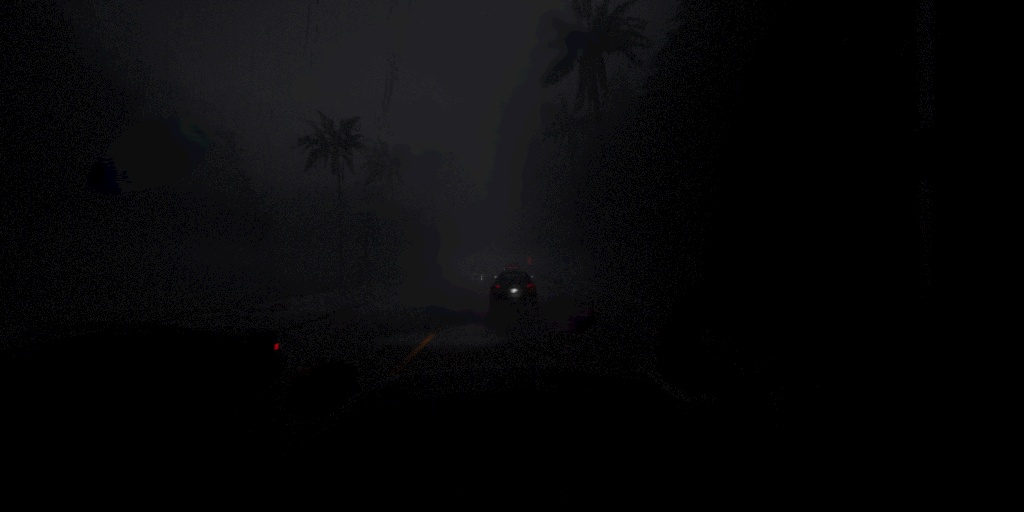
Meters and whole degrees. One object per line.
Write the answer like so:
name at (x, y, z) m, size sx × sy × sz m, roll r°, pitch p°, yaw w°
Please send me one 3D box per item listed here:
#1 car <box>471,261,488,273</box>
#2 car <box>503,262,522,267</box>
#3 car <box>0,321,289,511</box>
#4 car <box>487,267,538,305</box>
car at (-4.110, 1.376, 46.563) m, size 2.128 × 1.511 × 4.902 m, roll 0°, pitch 0°, yaw 0°
car at (0.061, 1.370, 39.690) m, size 1.837 × 1.490 × 4.892 m, roll 0°, pitch 0°, yaw 0°
car at (-4.099, 1.301, 2.716) m, size 2.033 × 1.411 × 5.357 m, roll 0°, pitch 0°, yaw 0°
car at (0.095, 1.358, 16.359) m, size 1.994 × 1.385 × 4.181 m, roll 0°, pitch 0°, yaw 0°
